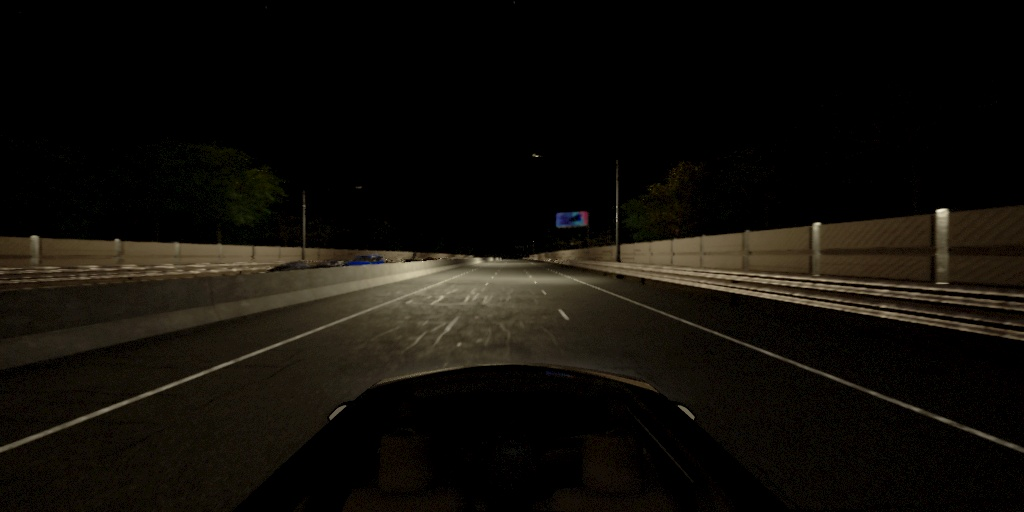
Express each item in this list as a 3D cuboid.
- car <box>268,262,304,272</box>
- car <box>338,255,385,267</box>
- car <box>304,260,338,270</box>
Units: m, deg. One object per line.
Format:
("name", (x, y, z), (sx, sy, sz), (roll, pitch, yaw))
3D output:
("car", (-21.082, 1.250, 34.661), (2.033, 1.411, 5.357), (0, 0, 0))
("car", (-14.084, 0.925, 34.577), (2.150, 2.045, 5.566), (0, 0, 0))
("car", (-17.582, 1.192, 34.970), (2.128, 1.511, 4.902), (0, 0, 0))
